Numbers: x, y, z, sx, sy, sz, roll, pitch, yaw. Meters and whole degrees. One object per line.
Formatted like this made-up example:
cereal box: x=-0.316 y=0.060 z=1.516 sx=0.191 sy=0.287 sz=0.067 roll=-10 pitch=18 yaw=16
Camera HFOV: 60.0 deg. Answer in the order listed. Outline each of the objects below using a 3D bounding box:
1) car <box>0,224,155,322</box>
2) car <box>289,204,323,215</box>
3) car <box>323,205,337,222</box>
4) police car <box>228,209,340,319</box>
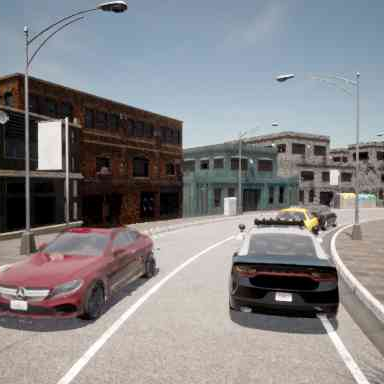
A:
car: x=-2.221 y=1.513 z=7.494 sx=1.812 sy=1.442 sz=4.674 roll=0 pitch=0 yaw=12
car: x=5.186 y=1.471 z=16.548 sx=1.801 sy=1.575 sz=5.366 roll=1 pitch=0 yaw=26
car: x=7.923 y=1.536 z=21.222 sx=1.837 sy=1.490 sz=4.892 roll=1 pitch=0 yaw=34
police car: x=2.003 y=1.428 z=7.694 sx=1.930 sy=1.638 sz=5.238 roll=0 pitch=0 yaw=13
